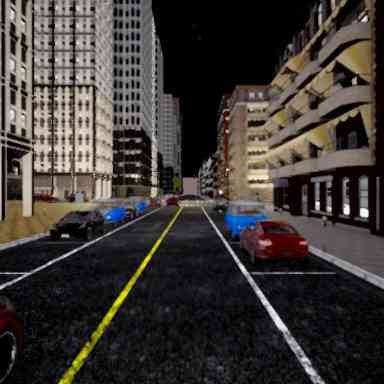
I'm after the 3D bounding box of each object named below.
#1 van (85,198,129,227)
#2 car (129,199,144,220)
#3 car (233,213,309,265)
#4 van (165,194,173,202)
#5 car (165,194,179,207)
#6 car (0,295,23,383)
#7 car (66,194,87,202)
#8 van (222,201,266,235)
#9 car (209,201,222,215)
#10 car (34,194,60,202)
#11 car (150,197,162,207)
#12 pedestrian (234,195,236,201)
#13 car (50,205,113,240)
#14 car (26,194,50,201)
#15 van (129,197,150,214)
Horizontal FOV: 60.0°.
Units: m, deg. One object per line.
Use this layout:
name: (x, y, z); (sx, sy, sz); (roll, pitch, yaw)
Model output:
van: (-5.692, 1.372, 22.776); (1.690, 1.788, 3.998); (0, 0, 0)
car: (-5.692, 1.591, 28.424); (2.008, 1.369, 4.403); (0, 0, 0)
car: (2.689, 1.597, 11.479); (1.802, 1.307, 4.206); (0, 0, 0)
van: (-5.694, 1.487, 83.493); (1.690, 1.788, 3.998); (0, 0, 0)
car: (-3.025, 1.559, 52.052); (1.882, 1.535, 5.008); (0, 0, 0)
car: (-3.099, 1.567, 2.441); (1.994, 1.385, 4.181); (0, 0, 0)
car: (-21.134, 1.168, 61.801); (4.097, 1.590, 1.967); (1, -1, 0)
van: (2.689, 1.364, 17.128); (1.690, 1.788, 3.998); (0, 0, 0)
car: (2.688, 1.600, 34.073); (2.008, 1.369, 4.403); (0, 0, 0)
car: (-26.711, 1.202, 61.785); (4.206, 1.307, 1.802); (1, -1, 0)
car: (-5.693, 1.520, 51.019); (1.967, 1.590, 4.097); (0, 0, 0)
pedestrian: (7.133, 1.395, 55.154); (0.375, 1.860, 0.375); (0, 0, 0)
car: (-5.691, 1.589, 17.127); (1.947, 1.339, 4.313); (0, 0, 0)
car: (-32.365, 1.096, 70.153); (4.206, 1.307, 1.802); (1, -1, 0)
van: (-5.692, 1.390, 34.073); (1.690, 1.788, 3.998); (0, 0, 0)
